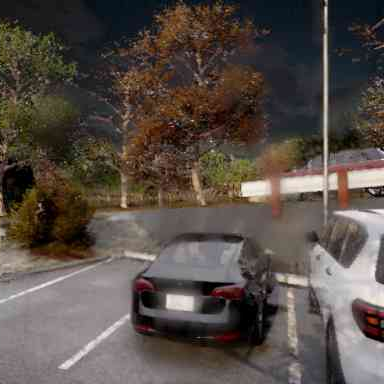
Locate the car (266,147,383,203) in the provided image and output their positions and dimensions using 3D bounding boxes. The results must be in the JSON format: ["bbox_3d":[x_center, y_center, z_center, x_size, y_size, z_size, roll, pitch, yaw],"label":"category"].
[{"bbox_3d":[4.976,-0.591,12.001,4.553,1.767,2.097,-5,-3,36],"label":"car"}]

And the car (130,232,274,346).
[{"bbox_3d":[0.475,1.511,6.558,2.163,1.488,4.792,0,-1,16],"label":"car"}]

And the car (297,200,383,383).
[{"bbox_3d":[2.940,1.235,4.806,2.435,2.045,5.566,0,-1,16],"label":"car"}]
